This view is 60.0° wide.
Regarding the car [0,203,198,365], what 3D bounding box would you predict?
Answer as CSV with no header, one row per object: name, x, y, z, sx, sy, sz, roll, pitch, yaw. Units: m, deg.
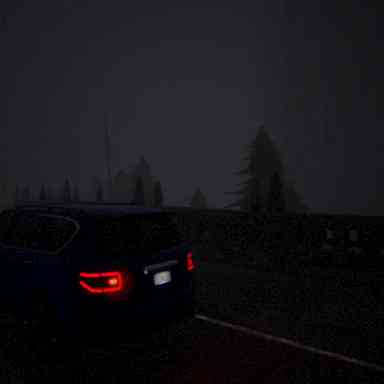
car,-2.450,1.226,6.126,5.566,2.045,2.150,0,0,40
